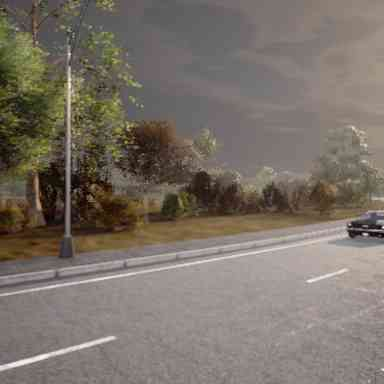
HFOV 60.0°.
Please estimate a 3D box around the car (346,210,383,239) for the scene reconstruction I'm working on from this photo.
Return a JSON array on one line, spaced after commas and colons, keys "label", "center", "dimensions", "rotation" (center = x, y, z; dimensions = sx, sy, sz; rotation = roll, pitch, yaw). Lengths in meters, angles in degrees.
[{"label": "car", "center": [9.435, 1.605, 16.508], "dimensions": [4.718, 1.301, 1.895], "rotation": [0, 0, -43]}]
